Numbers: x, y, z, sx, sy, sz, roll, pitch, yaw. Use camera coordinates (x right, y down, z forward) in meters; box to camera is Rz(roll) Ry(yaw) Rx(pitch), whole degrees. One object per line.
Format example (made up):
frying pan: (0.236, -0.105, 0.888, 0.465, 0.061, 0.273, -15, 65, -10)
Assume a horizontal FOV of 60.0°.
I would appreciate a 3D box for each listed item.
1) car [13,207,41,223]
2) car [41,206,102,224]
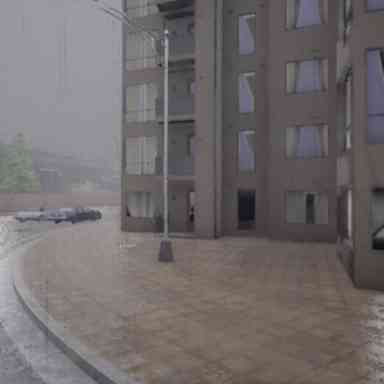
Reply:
car: (-12.689, 1.883, 28.289, 1.895, 1.301, 4.718, 0, -1, 14)
car: (-9.460, 1.829, 27.247, 2.033, 1.411, 5.357, 0, -1, 15)
